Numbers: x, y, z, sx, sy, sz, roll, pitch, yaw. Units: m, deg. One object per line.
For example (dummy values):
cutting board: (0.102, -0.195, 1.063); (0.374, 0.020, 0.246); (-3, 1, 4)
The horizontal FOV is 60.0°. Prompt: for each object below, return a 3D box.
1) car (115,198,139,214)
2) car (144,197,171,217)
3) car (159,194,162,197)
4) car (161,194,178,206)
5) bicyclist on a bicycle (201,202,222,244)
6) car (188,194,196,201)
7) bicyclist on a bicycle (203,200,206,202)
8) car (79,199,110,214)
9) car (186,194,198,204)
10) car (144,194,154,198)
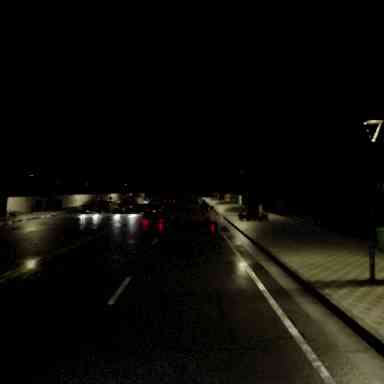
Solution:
car: (-6.600, 1.405, 34.321); (1.812, 1.442, 4.674); (0, 0, 0)
car: (-3.157, 1.420, 29.981); (1.812, 1.442, 4.674); (0, 0, 0)
car: (-6.516, 1.200, 75.483); (1.994, 1.385, 4.181); (0, 0, 0)
car: (-3.161, 1.373, 49.941); (2.033, 1.411, 5.357); (0, 0, 0)
bicyclist on a bicycle: (0.886, 1.385, 14.575); (0.866, 1.612, 1.509); (0, 1, 0)
car: (-0.017, 1.288, 80.186); (2.033, 1.411, 5.357); (0, 0, 0)
bicyclist on a bicycle: (0.888, 1.370, 23.707); (0.582, 1.620, 1.656); (0, 0, 0)
car: (-9.853, 1.428, 34.101); (2.033, 1.411, 5.357); (0, 0, 0)
car: (0.065, 1.369, 56.353); (1.994, 1.385, 4.181); (0, 0, 0)
car: (-9.766, 1.172, 75.482); (2.128, 1.511, 4.902); (0, 0, 0)
